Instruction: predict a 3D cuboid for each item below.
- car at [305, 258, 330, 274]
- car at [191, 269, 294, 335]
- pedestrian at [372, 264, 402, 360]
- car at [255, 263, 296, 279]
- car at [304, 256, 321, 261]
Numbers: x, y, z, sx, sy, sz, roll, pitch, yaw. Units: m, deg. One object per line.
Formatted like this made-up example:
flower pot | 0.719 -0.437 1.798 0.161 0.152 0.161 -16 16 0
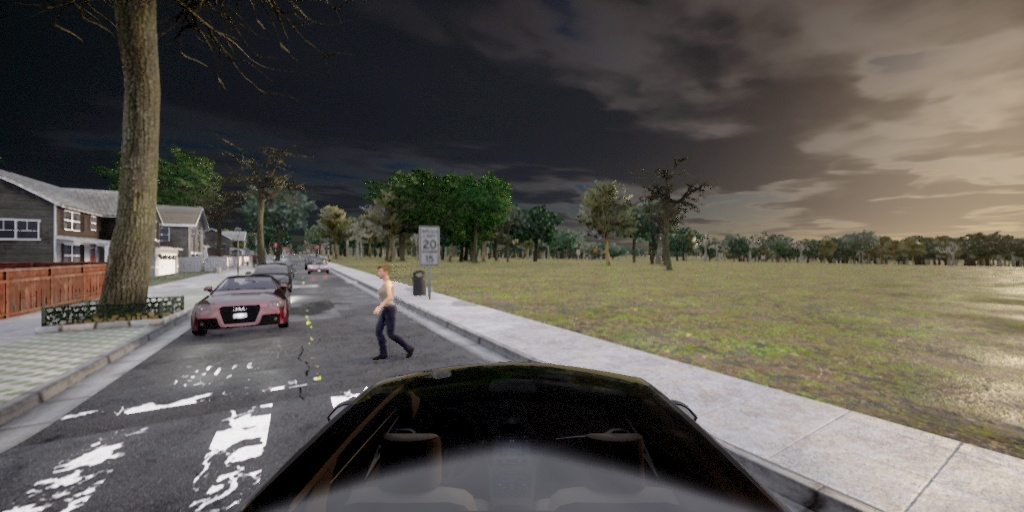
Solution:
car | -19.786 1.125 36.628 1.895 1.301 4.718 0 0 -30
car | -7.613 1.259 10.407 1.994 1.385 4.181 0 0 -31
pedestrian | -2.359 1.017 6.740 0.375 1.860 0.375 1 -1 -31
car | -12.794 1.142 19.160 1.837 1.490 4.892 0 0 -31
car | -24.992 0.814 45.323 2.097 1.767 4.553 0 0 -30
